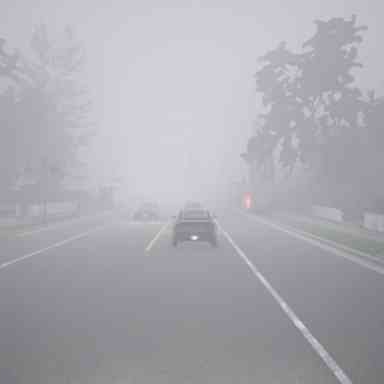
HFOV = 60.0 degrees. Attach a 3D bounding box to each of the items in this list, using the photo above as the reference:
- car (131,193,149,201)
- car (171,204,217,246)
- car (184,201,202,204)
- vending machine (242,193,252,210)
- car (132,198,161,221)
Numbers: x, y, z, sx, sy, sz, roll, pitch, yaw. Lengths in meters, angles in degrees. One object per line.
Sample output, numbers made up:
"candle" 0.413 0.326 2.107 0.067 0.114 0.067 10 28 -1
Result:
"car" -10.683 1.284 68.688 2.150 2.045 5.566 0 -1 -34
"car" 0.102 1.507 15.239 1.837 1.490 4.892 0 0 0
"car" 0.104 1.563 32.633 1.994 1.385 4.181 0 0 0
"vending machine" 6.884 1.194 41.436 1.100 2.100 0.880 0 0 0
"car" -3.595 1.526 27.605 1.812 1.442 4.674 0 0 0
